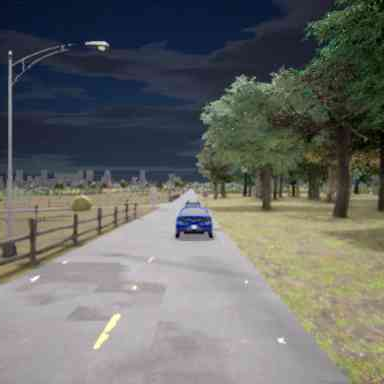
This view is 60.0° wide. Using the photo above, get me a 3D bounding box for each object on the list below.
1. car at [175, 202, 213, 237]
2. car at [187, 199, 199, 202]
[{"bbox_3d":[0.107,1.525,18.322,1.882,1.535,5.008,0,0,0],"label":"car"},{"bbox_3d":[0.118,1.554,38.194,2.128,1.511,4.902,0,0,0],"label":"car"}]
